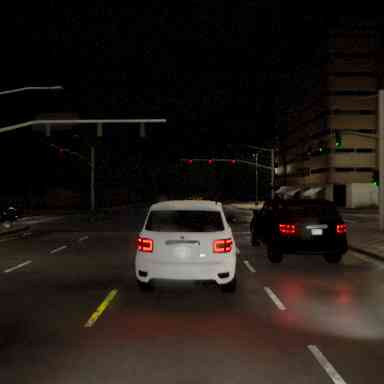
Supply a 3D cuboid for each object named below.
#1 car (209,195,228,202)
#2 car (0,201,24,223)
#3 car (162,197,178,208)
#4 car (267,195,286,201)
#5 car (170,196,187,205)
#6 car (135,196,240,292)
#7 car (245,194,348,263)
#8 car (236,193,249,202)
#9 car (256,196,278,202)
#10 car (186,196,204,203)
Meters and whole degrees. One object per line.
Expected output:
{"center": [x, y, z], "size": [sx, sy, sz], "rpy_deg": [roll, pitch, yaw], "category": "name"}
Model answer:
{"center": [6.370, 1.608, 78.982], "size": [2.128, 1.511, 4.902], "rpy_deg": [0, 0, 38], "category": "car"}
{"center": [-15.677, 1.608, 25.581], "size": [4.674, 1.442, 1.812], "rpy_deg": [0, 0, 5], "category": "car"}
{"center": [-3.369, 1.559, 51.587], "size": [1.837, 1.490, 4.892], "rpy_deg": [0, 0, 3], "category": "car"}
{"center": [21.830, 1.615, 86.240], "size": [4.674, 1.442, 1.812], "rpy_deg": [0, 0, -22], "category": "car"}
{"center": [-2.433, 1.569, 60.824], "size": [1.837, 1.490, 4.892], "rpy_deg": [0, 0, 13], "category": "car"}
{"center": [0.015, 1.231, 9.132], "size": [2.150, 2.045, 5.566], "rpy_deg": [0, 0, 4], "category": "car"}
{"center": [3.576, 1.234, 12.159], "size": [2.150, 2.045, 5.566], "rpy_deg": [0, 0, 0], "category": "car"}
{"center": [13.064, 1.310, 80.721], "size": [5.566, 2.045, 2.150], "rpy_deg": [0, 0, -41], "category": "car"}
{"center": [18.192, 1.624, 80.214], "size": [5.357, 1.411, 2.033], "rpy_deg": [0, 0, -34], "category": "car"}
{"center": [0.654, 1.552, 70.351], "size": [1.882, 1.535, 5.008], "rpy_deg": [0, 0, 23], "category": "car"}
